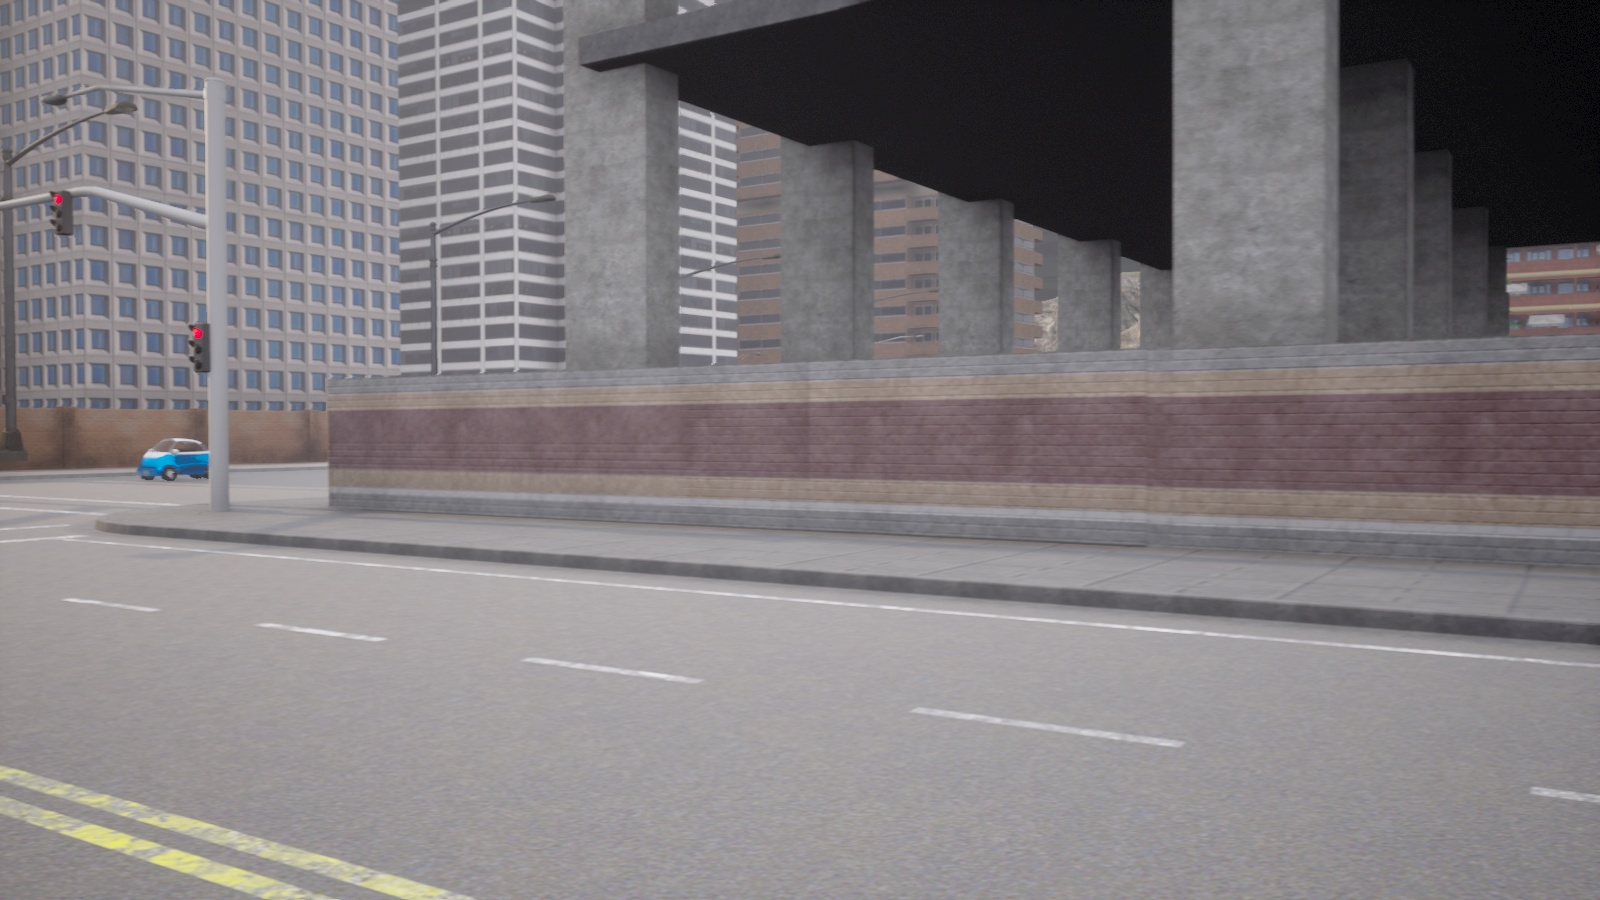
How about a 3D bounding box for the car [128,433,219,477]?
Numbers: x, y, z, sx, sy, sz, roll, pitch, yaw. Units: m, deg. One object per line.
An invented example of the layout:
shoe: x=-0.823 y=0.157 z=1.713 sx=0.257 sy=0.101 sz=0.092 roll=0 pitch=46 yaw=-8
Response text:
car: x=-20.426 y=0.148 z=40.991 sx=1.481 sy=1.376 sz=2.207 roll=1 pitch=1 yaw=33
